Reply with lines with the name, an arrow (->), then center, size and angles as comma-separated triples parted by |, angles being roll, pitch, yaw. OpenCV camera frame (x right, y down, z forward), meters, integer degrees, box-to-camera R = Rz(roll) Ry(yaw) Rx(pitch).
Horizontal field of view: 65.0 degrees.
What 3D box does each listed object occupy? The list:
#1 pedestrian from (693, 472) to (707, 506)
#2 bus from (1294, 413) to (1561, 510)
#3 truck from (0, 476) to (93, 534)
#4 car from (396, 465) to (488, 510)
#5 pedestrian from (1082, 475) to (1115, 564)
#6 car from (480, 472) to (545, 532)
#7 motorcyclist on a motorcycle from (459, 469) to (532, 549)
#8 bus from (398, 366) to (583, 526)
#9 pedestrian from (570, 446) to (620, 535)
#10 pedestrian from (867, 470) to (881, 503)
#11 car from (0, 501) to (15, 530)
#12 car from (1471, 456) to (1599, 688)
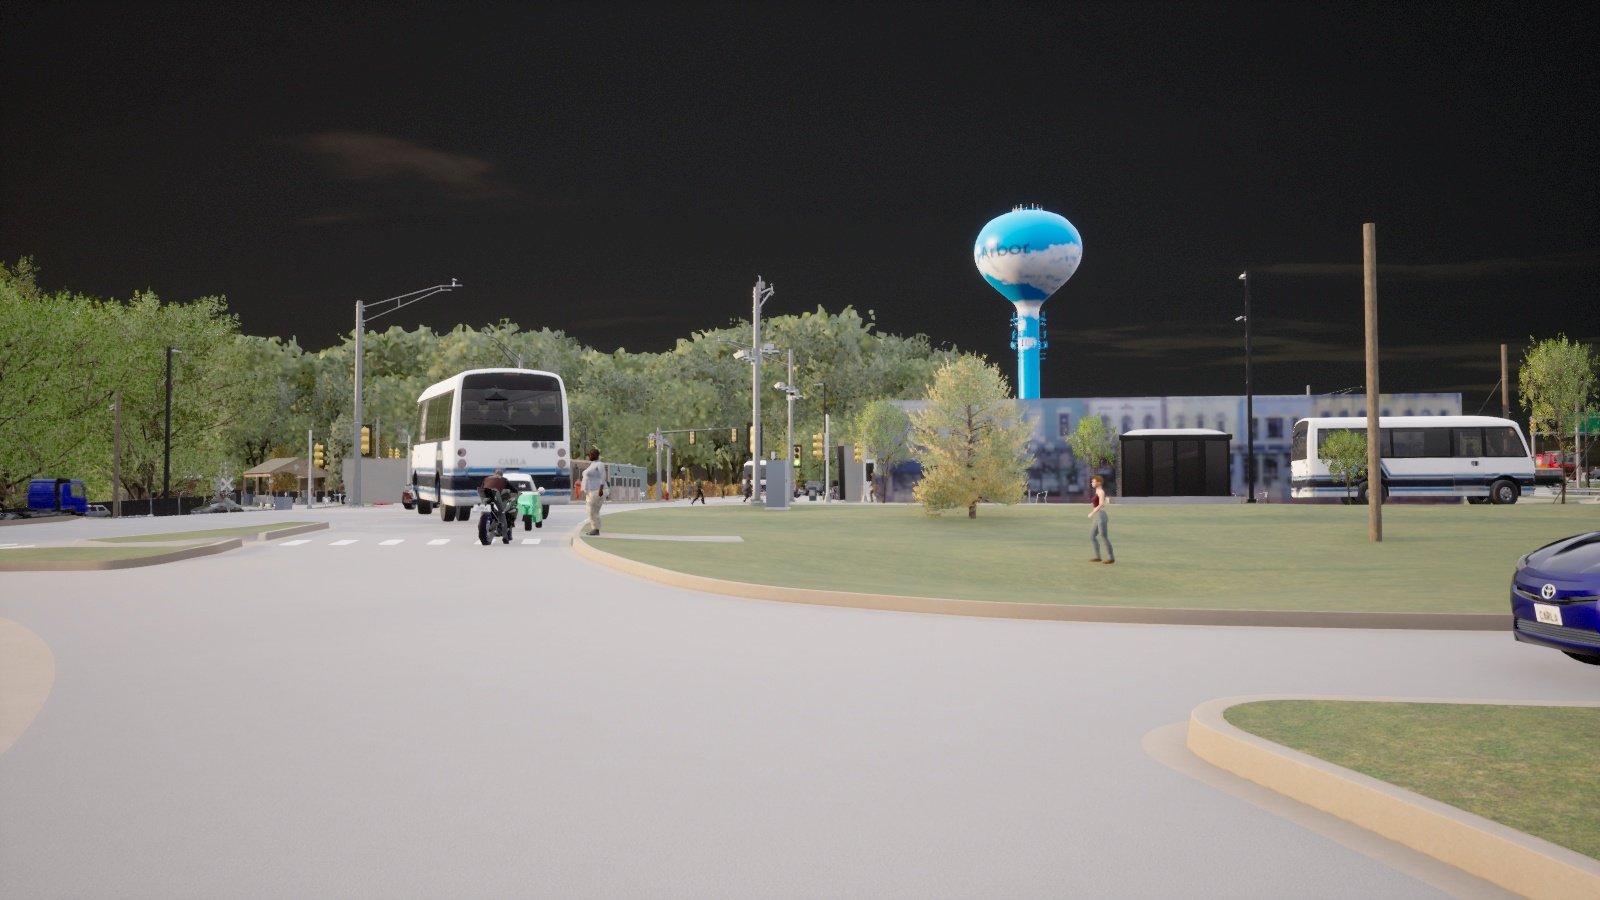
pedestrian -> -5.713, 2.221, 71.773 | 0.788, 1.949, 0.423 | 0, -3, -4
bus -> 28.859, 0.625, 58.313 | 10.273, 4.253, 3.944 | 0, -3, 8
truck -> -48.956, 3.405, 79.116 | 2.891, 3.462, 7.936 | 0, -1, 15
car -> -13.713, 1.435, 48.390 | 2.033, 1.649, 4.856 | 0, -2, 2
pedestrian -> 6.229, 1.446, 26.190 | 0.594, 1.836, 0.345 | 0, -3, 1
car -> -7.040, 1.252, 30.900 | 1.481, 1.376, 2.207 | 0, -1, -11
motorcyclist on a motorcycle -> -6.117, 1.153, 25.370 | 0.866, 1.530, 2.191 | 0, -1, 2
bus -> -9.873, -0.054, 38.897 | 3.944, 4.253, 10.273 | 0, -1, -23
pedestrian -> -4.342, 0.867, 26.588 | 0.900, 1.855, 0.874 | 1, -3, -19
pedestrian -> 4.186, 2.085, 71.190 | 0.694, 1.848, 0.540 | 0, -3, 11
car -> -52.351, 4.215, 79.881 | 1.905, 1.878, 3.866 | -1, -1, 14
car -> 7.530, 0.823, 8.827 | 4.514, 1.525, 2.007 | 0, -2, 2
